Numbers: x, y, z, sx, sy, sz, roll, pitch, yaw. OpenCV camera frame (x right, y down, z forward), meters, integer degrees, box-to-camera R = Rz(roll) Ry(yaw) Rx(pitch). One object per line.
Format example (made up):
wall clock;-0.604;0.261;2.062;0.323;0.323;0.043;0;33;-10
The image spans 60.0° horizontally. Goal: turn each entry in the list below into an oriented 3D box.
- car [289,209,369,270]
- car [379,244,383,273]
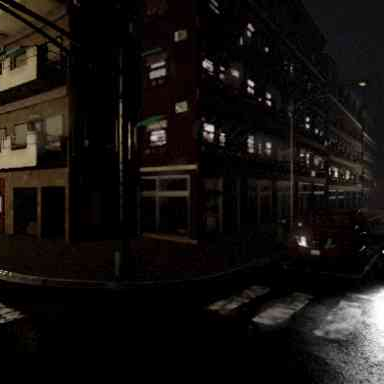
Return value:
car;5.255;1.597;12.363;2.192;1.841;5.009;-1;-2;35
car;7.516;1.879;11.080;1.895;1.301;4.718;0;-1;36
